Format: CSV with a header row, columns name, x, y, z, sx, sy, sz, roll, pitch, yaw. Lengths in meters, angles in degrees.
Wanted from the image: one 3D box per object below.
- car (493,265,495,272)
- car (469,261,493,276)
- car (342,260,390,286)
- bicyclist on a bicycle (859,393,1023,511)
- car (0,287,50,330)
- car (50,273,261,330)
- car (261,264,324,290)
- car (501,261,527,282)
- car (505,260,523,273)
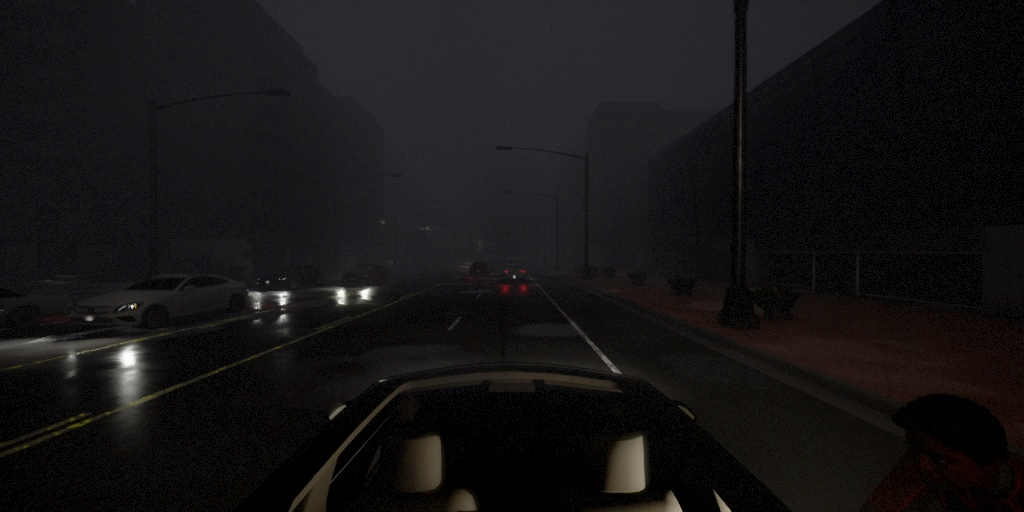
name,x,y,z,sx,sy,sz,roll,pitch,yaw
car,-3.301,1.434,47.673,1.895,1.301,4.718,0,0,0
car,-3.308,1.301,37.664,1.882,1.535,5.008,0,0,0
car,-10.460,1.262,26.019,1.882,1.535,5.008,0,0,1
bicyclist on a bicycle,1.425,1.255,1.081,1.656,1.620,0.582,3,0,-1
car,-14.023,1.336,8.340,1.895,1.301,4.718,0,0,0
car,-10.504,1.273,11.241,1.812,1.442,4.674,0,0,0
car,-13.985,1.278,22.963,1.837,1.490,4.892,0,-1,0
car,0.187,1.334,29.148,1.812,1.442,4.674,0,0,0
car,0.209,1.334,45.515,2.128,1.511,4.902,0,0,0
